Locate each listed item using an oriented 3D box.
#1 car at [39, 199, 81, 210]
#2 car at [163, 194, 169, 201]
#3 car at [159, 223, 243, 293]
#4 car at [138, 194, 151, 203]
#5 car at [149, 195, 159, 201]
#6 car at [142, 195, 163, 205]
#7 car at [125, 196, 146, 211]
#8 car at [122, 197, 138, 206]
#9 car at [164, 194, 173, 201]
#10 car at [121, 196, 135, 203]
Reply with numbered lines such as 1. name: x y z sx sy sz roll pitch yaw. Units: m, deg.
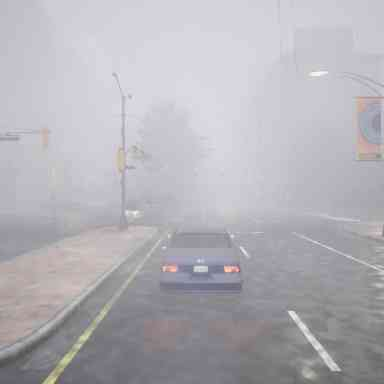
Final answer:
1. car: -16.650 1.601 41.855 4.718 1.301 1.895 0 0 -33
2. car: -6.615 1.355 74.191 2.097 1.767 4.553 0 0 1
3. car: 0.232 1.547 8.987 2.033 1.411 5.357 0 0 1
4. car: -10.164 1.355 71.649 2.097 1.767 4.553 0 0 1
5. car: -9.877 1.499 86.848 1.837 1.490 4.892 0 0 1
6. car: -6.977 1.547 59.020 2.033 1.411 5.357 0 0 1
7. car: -7.338 1.564 41.134 1.994 1.385 4.181 0 0 1
8. car: -10.552 1.526 56.814 1.812 1.442 4.674 0 0 2
9. car: -6.332 1.351 89.225 2.097 1.767 4.553 0 0 1
10. car: -13.447 1.595 69.884 1.895 1.301 4.718 0 0 1
